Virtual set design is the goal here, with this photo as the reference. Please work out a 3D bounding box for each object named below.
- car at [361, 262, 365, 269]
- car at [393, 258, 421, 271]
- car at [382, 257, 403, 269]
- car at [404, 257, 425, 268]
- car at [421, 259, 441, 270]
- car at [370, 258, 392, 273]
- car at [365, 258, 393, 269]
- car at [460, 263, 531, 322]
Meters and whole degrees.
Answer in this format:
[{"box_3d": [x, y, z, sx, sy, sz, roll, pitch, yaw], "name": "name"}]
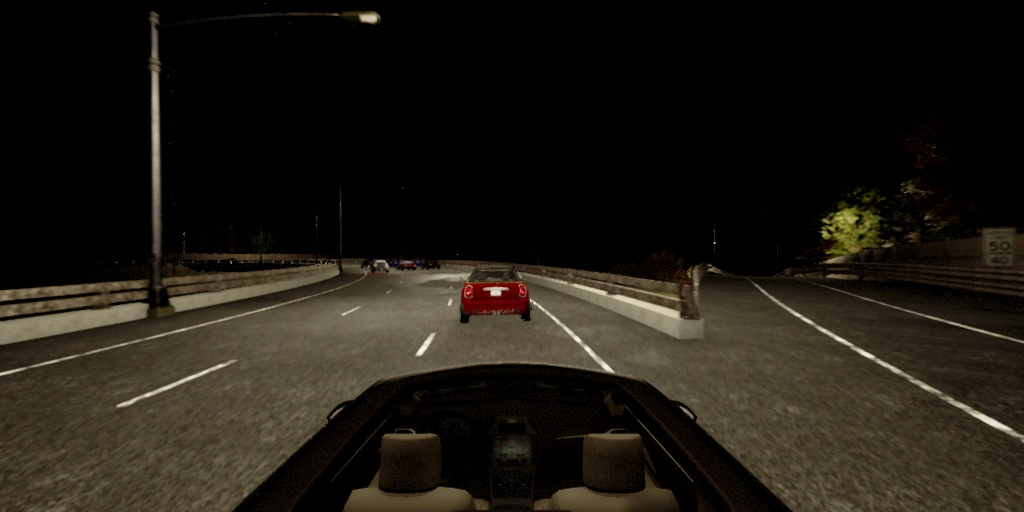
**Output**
[{"box_3d": [-22.386, 1.297, 56.397, 1.837, 1.490, 4.892, 0, 0, -34], "name": "car"}, {"box_3d": [-14.454, 1.301, 49.070, 2.033, 1.411, 5.357, 0, 0, -28], "name": "car"}, {"box_3d": [-19.367, 1.120, 58.170, 2.097, 1.767, 4.553, 0, 0, -34], "name": "car"}, {"box_3d": [-16.364, 1.096, 59.967, 2.097, 1.767, 4.553, 0, 0, -34], "name": "car"}, {"box_3d": [-11.532, 1.256, 51.020, 1.812, 1.442, 4.674, 0, 0, -28], "name": "car"}, {"box_3d": [-16.021, 1.299, 43.760, 1.812, 1.442, 4.674, 0, 0, -23], "name": "car"}, {"box_3d": [-17.900, 1.269, 48.118, 2.128, 1.511, 4.902, 0, 0, -28], "name": "car"}, {"box_3d": [-0.670, 1.086, 12.422, 2.097, 1.767, 4.553, 0, 0, -6], "name": "car"}]
